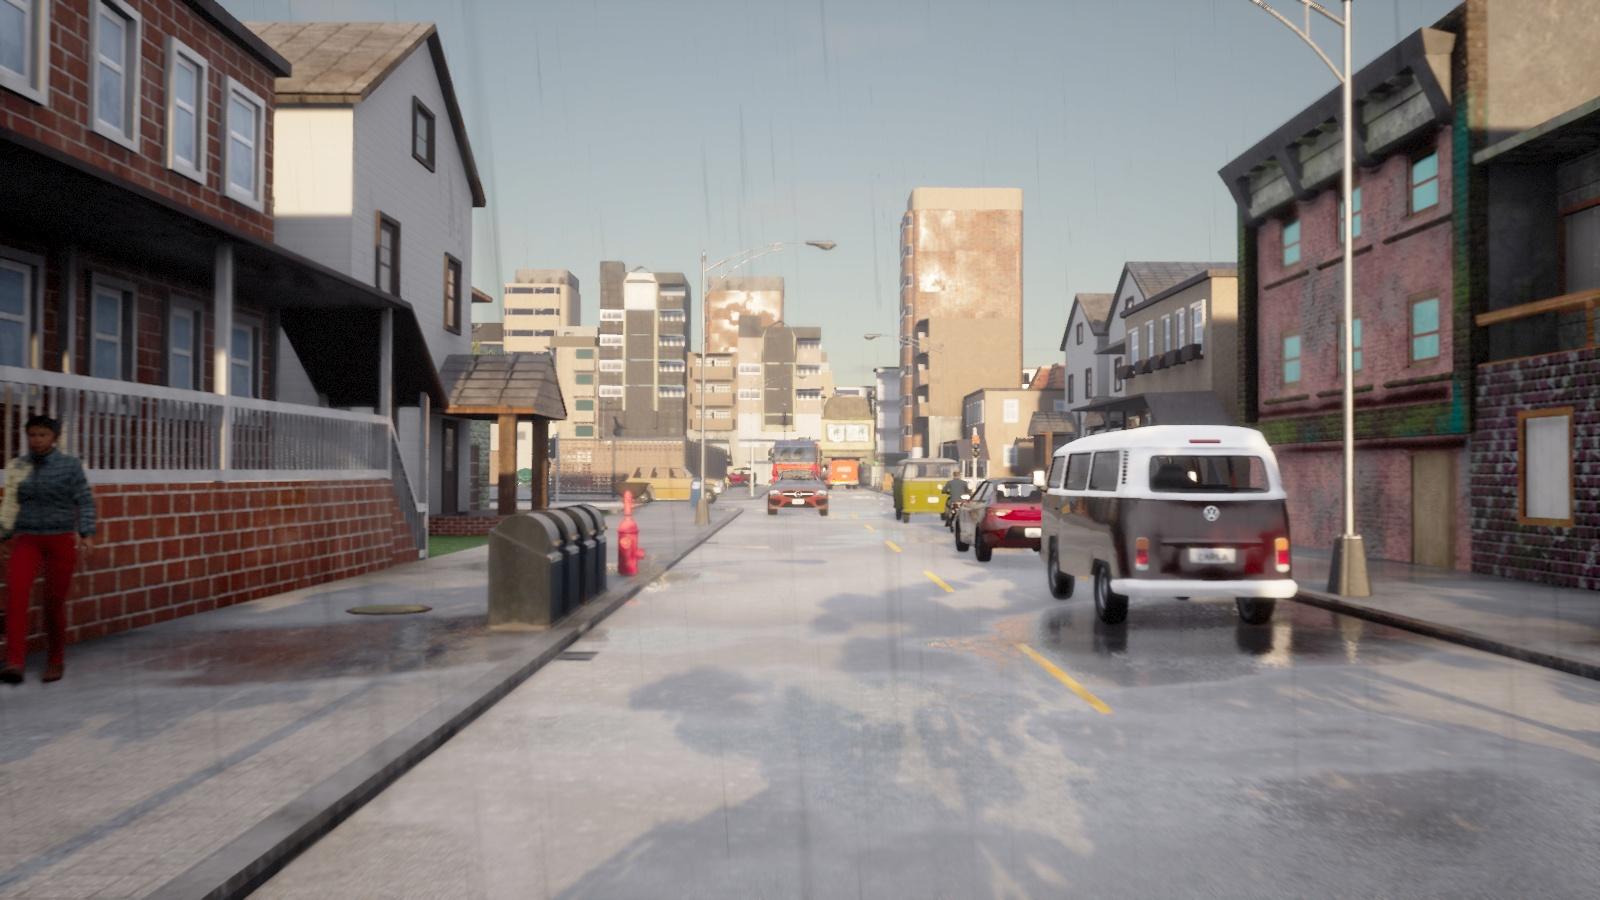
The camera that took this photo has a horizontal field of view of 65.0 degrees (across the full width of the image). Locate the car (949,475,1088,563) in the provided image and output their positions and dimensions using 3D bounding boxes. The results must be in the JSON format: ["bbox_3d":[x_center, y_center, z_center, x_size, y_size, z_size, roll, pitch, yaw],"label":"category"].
[{"bbox_3d":[3.940,1.203,23.315,1.816,1.474,4.193,0,-1,0],"label":"car"}]

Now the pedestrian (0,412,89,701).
[{"bbox_3d":[-5.038,0.685,8.390,0.353,1.847,0.614,0,-1,-16],"label":"pedestrian"}]

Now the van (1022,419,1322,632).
[{"bbox_3d":[3.961,0.761,14.286,2.069,2.038,4.480,0,-1,0],"label":"van"}]

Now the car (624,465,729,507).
[{"bbox_3d":[-5.549,1.607,56.954,4.605,1.855,1.932,0,-1,-1],"label":"car"}]

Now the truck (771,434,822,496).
[{"bbox_3d":[-0.136,1.019,81.772,2.891,3.827,8.468,0,-1,3],"label":"truck"}]

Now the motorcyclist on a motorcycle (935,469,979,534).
[{"bbox_3d":[3.919,1.281,31.574,0.866,1.590,1.817,0,-1,0],"label":"motorcyclist on a motorcycle"}]

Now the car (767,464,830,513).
[{"bbox_3d":[-0.042,1.351,45.265,2.152,1.651,5.027,0,-1,0],"label":"car"}]

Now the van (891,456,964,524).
[{"bbox_3d":[3.909,1.207,39.136,1.775,1.987,4.442,0,-1,-1],"label":"van"}]
